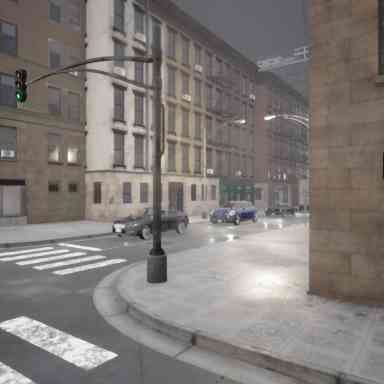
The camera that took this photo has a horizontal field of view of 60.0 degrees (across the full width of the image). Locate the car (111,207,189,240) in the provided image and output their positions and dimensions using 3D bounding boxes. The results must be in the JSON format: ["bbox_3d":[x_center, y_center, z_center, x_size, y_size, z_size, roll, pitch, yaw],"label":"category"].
[{"bbox_3d":[-2.086,1.568,17.788,2.128,1.511,4.902,0,0,35],"label":"car"}]

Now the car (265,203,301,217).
[{"bbox_3d":[8.976,1.777,33.316,1.895,1.301,4.718,0,0,35],"label":"car"}]

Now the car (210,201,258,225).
[{"bbox_3d":[3.254,1.476,25.306,2.097,1.767,4.553,0,0,36],"label":"car"}]

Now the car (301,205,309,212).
[{"bbox_3d":[14.890,1.832,41.566,1.895,1.301,4.718,0,0,36],"label":"car"}]
